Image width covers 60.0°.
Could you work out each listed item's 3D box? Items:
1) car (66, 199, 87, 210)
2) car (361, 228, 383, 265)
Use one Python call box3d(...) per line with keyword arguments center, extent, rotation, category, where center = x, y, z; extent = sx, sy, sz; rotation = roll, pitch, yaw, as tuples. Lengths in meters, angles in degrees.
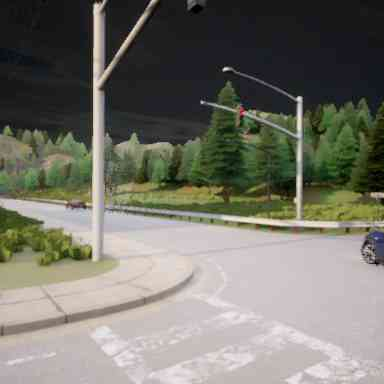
box3d(center=(-15.630, 1.633, 44.972), extent=(1.812, 1.442, 4.674), rotation=(0, 0, -34), category="car")
box3d(center=(6.556, 1.433, 9.170), extent=(2.097, 1.767, 4.553), rotation=(0, 0, 6), category="car")
